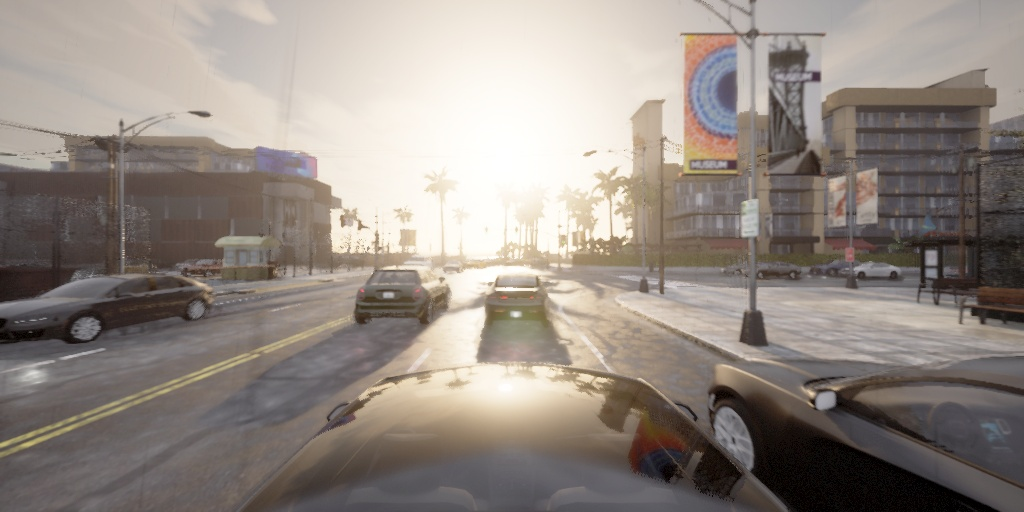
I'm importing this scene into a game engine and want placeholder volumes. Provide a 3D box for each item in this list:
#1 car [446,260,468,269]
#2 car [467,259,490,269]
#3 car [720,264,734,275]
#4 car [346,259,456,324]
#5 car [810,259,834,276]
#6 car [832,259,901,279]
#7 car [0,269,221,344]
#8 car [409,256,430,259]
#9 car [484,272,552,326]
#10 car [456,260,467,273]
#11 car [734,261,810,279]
[{"bbox_3d":[-8.849,1.310,57.769,1.994,1.385,4.181,0,0,15],"label":"car"},{"bbox_3d":[-5.608,1.224,56.422,1.882,1.535,5.008,0,0,15],"label":"car"},{"bbox_3d":[23.476,1.239,35.839,4.902,1.511,2.128,0,0,0],"label":"car"},{"bbox_3d":[-3.409,1.101,12.053,2.097,1.767,4.553,0,0,0],"label":"car"},{"bbox_3d":[32.574,1.099,35.907,4.553,1.767,2.097,0,0,0],"label":"car"},{"bbox_3d":[32.280,1.273,32.403,4.674,1.442,1.812,0,0,0],"label":"car"},{"bbox_3d":[-10.601,1.254,9.644,1.837,1.490,4.892,0,0,0],"label":"car"},{"bbox_3d":[-10.529,0.970,40.172,2.150,2.045,5.566,0,0,1],"label":"car"},{"bbox_3d":[0.224,1.254,11.642,1.837,1.490,4.892,0,0,3],"label":"car"},{"bbox_3d":[-6.968,1.273,42.779,1.812,1.442,4.674,0,0,2],"label":"car"},{"bbox_3d":[23.318,1.239,32.337,4.902,1.511,2.128,0,0,0],"label":"car"}]
